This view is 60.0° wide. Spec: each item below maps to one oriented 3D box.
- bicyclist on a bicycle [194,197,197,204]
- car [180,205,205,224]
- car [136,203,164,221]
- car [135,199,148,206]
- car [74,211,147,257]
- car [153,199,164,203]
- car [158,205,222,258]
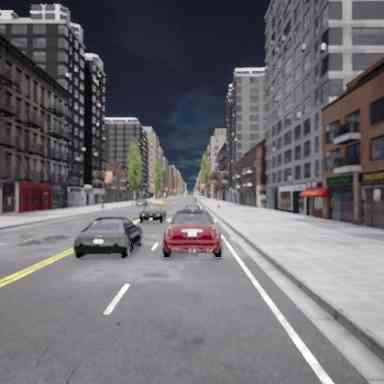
[{"bbox_3d":[0.928,2.223,87.151,0.582,1.620,1.656,0,-1,0],"label":"bicyclist on a bicycle"},{"bbox_3d":[0.032,1.833,28.512,1.994,1.385,4.181,0,0,1],"label":"car"},{"bbox_3d":[-3.221,1.867,28.274,1.895,1.301,4.718,0,-1,0],"label":"car"},{"bbox_3d":[-9.746,2.090,64.566,2.128,1.511,4.902,0,0,1],"label":"car"},{"bbox_3d":[-3.223,1.694,13.528,1.994,1.385,4.181,0,0,0],"label":"car"},{"bbox_3d":[-6.499,2.068,64.568,1.882,1.535,5.008,0,0,1],"label":"car"},{"bbox_3d":[0.026,1.479,13.440,2.097,1.767,4.553,0,-1,0],"label":"car"}]
